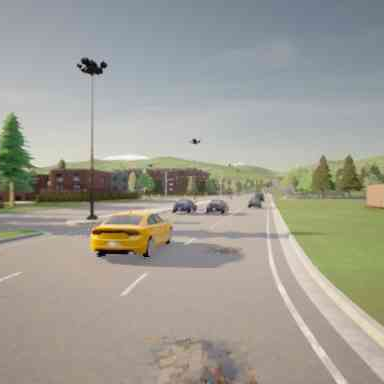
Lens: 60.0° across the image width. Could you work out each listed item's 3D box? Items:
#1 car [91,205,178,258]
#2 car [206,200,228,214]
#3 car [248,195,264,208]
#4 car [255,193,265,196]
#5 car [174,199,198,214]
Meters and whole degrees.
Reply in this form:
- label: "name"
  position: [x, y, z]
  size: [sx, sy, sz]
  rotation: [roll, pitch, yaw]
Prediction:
- label: "car"
  position: [-2.084, 1.478, 12.877]
  size: [1.882, 1.535, 5.008]
  rotation: [0, 0, 10]
- label: "car"
  position: [2.681, 1.526, 35.039]
  size: [1.812, 1.442, 4.674]
  rotation: [0, 0, 13]
- label: "car"
  position: [8.860, 1.547, 46.899]
  size: [2.033, 1.411, 5.357]
  rotation: [0, 0, 13]
- label: "car"
  position: [14.988, 1.224, 73.988]
  size: [2.150, 2.045, 5.566]
  rotation: [0, 0, 13]
- label: "car"
  position: [-0.756, 1.526, 35.702]
  size: [1.812, 1.442, 4.674]
  rotation: [0, 0, 13]
